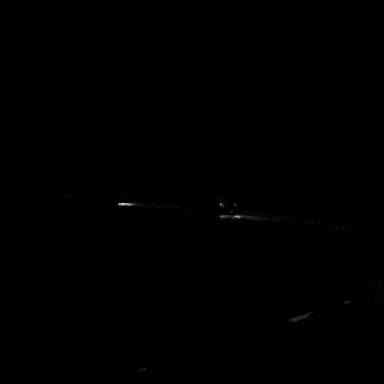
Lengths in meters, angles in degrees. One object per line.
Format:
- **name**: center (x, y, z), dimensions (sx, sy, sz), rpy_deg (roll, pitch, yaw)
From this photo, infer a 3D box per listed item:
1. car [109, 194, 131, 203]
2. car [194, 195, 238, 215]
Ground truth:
- **car**: center (-10.532, 0.917, 48.714), dimensions (1.994, 1.385, 4.181), rpy_deg (0, 1, -35)
- **car**: center (2.152, 1.109, 30.826), dimensions (2.097, 1.767, 4.553), rpy_deg (0, 1, -35)
